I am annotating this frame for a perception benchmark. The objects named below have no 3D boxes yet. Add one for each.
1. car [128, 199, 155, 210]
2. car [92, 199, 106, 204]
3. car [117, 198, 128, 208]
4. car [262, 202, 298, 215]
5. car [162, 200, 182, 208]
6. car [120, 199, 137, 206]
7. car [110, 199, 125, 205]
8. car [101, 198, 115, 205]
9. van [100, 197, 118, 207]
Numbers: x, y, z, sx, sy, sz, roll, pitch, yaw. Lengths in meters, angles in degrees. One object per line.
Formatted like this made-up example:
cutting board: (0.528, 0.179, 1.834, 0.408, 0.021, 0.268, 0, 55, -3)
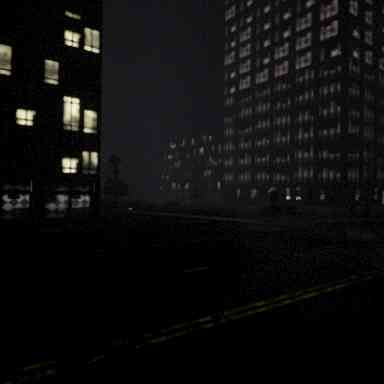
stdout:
car: (-6.800, 1.743, 46.928, 1.967, 1.590, 4.097, 0, -1, -36)
car: (-23.372, 2.389, 83.734, 1.947, 1.339, 4.313, 0, -1, -36)
car: (-10.492, 2.008, 56.453, 1.994, 1.385, 4.181, 1, -1, -36)
car: (10.072, 1.824, 38.292, 2.008, 1.369, 4.403, 0, -1, -36)
car: (-3.367, 2.060, 56.422, 1.947, 1.339, 4.313, 0, -1, -36)
car: (-13.370, 2.225, 70.078, 1.947, 1.339, 4.313, 0, -1, -36)
car: (-16.704, 2.296, 74.629, 1.802, 1.307, 4.206, 0, -1, -36)
car: (-20.038, 2.208, 79.183, 1.967, 1.590, 4.097, 0, -1, -36)
van: (-13.467, 1.755, 56.030, 1.690, 1.788, 3.998, 0, -1, -36)
